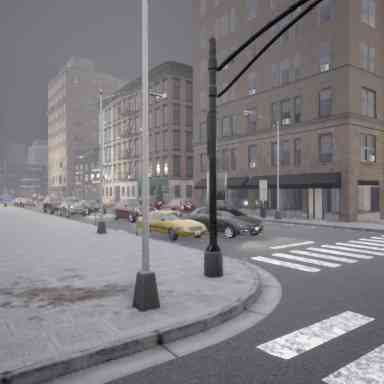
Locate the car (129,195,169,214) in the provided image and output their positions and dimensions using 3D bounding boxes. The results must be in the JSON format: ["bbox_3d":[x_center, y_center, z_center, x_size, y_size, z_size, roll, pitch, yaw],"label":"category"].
[{"bbox_3d":[-4.704,1.290,35.750,2.192,1.841,5.009,0,0,-36],"label":"car"}]

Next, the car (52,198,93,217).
[{"bbox_3d":[-11.204,1.565,31.045,2.008,1.369,4.403,0,0,-36],"label":"car"}]

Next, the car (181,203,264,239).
[{"bbox_3d":[1.610,1.512,17.659,1.837,1.490,4.892,0,0,-37],"label":"car"}]

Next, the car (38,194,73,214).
[{"bbox_3d":[-14.525,1.328,35.631,2.192,1.841,5.009,0,0,-36],"label":"car"}]

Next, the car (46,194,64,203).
[{"bbox_3d":[-27.944,1.284,67.854,2.192,1.841,5.009,0,0,-36],"label":"car"}]

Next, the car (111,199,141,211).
[{"bbox_3d":[-8.024,1.540,40.337,1.947,1.339,4.313,0,0,-36],"label":"car"}]

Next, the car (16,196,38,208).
[{"bbox_3d":[-24.484,1.592,49.391,1.802,1.307,4.206,0,0,-36],"label":"car"}]

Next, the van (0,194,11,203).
[{"bbox_3d":[-37.765,1.349,67.735,1.690,1.788,3.998,0,0,-36],"label":"van"}]

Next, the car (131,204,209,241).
[{"bbox_3d":[-1.145,1.543,17.148,1.752,1.417,4.829,0,0,-36],"label":"car"}]

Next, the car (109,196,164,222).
[{"bbox_3d":[-4.450,1.355,26.041,2.097,1.767,4.553,0,0,-36],"label":"car"}]

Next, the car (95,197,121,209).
[{"bbox_3d":[-11.443,1.498,45.061,1.752,1.417,4.829,0,0,-36],"label":"car"}]

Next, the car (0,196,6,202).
[{"bbox_3d":[-44.404,1.558,76.909,2.008,1.369,4.403,0,0,-36],"label":"car"}]

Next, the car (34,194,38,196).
[{"bbox_3d":[-34.583,1.534,77.028,1.947,1.339,4.313,0,0,-36],"label":"car"}]

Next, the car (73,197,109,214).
[{"bbox_3d":[-10.364,1.506,34.228,1.837,1.490,4.892,0,0,-36],"label":"car"}]

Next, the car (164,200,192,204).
[{"bbox_3d":[-1.384,1.416,31.163,1.967,1.590,4.097,0,0,-36],"label":"car"}]

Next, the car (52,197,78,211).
[{"bbox_3d":[-16.378,1.477,42.613,1.882,1.535,5.008,0,0,-36],"label":"car"}]

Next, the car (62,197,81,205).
[{"bbox_3d":[-21.304,1.521,58.682,2.008,1.369,4.403,0,0,-36],"label":"car"}]

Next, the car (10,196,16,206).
[{"bbox_3d":[-27.705,1.535,53.839,1.752,1.417,4.829,0,0,-36],"label":"car"}]
